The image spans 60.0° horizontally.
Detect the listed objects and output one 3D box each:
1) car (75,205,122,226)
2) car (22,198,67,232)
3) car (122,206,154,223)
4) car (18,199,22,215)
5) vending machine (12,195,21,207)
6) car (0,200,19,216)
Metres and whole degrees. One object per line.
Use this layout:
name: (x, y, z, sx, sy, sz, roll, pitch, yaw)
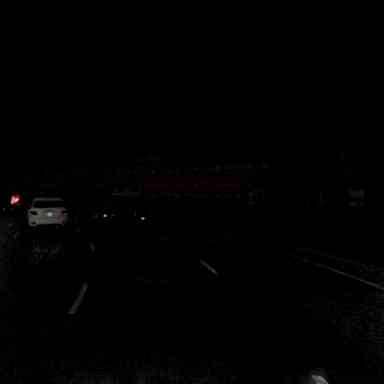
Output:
car: (-7.358, 1.719, 25.118, 2.033, 1.411, 5.357, 0, 0, -32)
car: (-9.456, 1.370, 21.383, 2.150, 2.045, 5.566, 0, -1, -29)
car: (-5.044, 1.788, 27.891, 1.895, 1.301, 4.718, 0, 0, -33)
car: (-19.297, 1.619, 38.258, 4.553, 1.767, 2.097, 0, -1, 41)
vending machine: (-30.623, 1.601, 57.951, 0.880, 2.100, 1.100, 0, 0, 41)
car: (-20.388, 1.792, 34.539, 5.357, 1.411, 2.033, 0, 0, 41)
